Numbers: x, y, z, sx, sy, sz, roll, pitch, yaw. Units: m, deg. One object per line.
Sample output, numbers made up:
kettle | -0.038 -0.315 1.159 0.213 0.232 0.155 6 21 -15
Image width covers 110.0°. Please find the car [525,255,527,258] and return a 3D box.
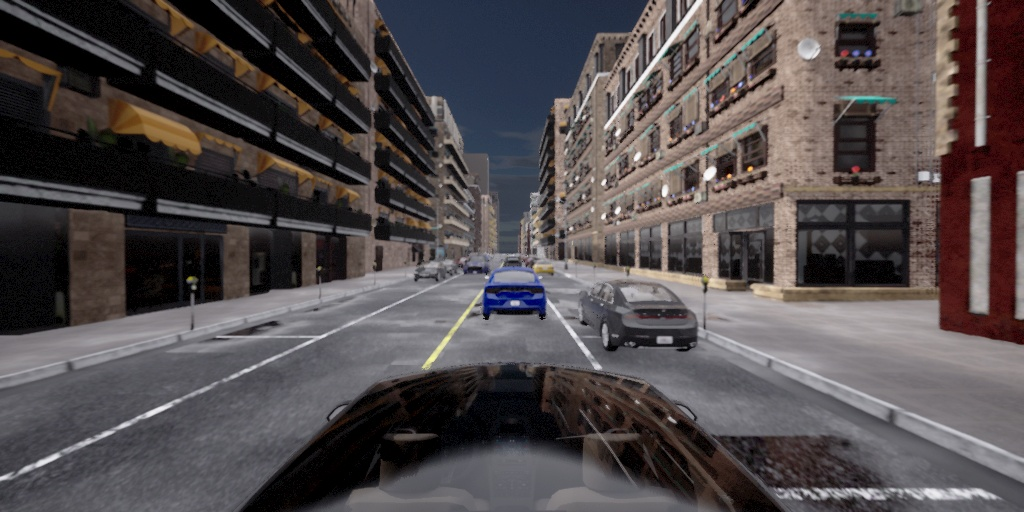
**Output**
car | 2.683 0.769 47.954 1.802 1.307 4.207 0 0 0

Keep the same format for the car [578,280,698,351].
car | 2.688 1.218 8.503 2.007 1.370 4.403 0 0 0

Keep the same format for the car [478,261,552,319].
car | 0.055 1.100 12.241 1.882 1.535 5.008 0 1 -1

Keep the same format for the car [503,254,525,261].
car | 0.096 0.825 36.976 1.837 1.490 4.892 0 1 0

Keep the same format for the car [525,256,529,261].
car | 2.684 0.890 36.683 1.948 1.339 4.313 0 0 0

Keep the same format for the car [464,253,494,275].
car | -3.075 0.731 32.067 2.097 1.767 4.553 0 1 0

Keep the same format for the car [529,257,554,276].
car | 2.686 0.919 31.217 1.751 1.417 4.829 0 0 0

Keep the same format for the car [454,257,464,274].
car | -5.696 0.943 31.050 2.007 1.370 4.403 0 0 0

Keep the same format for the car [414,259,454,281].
car | -5.695 1.012 25.413 2.007 1.370 4.403 0 0 0
